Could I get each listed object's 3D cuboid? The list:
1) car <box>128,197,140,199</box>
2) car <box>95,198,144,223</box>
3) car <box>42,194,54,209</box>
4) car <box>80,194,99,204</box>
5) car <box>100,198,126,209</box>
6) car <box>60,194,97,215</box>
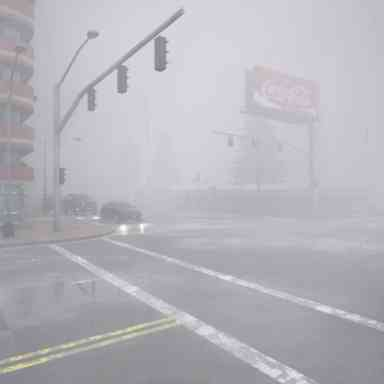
[{"bbox_3d":[-8.827,1.477,48.671,1.882,1.535,5.008,0,0,-36],"label":"car"},{"bbox_3d":[-5.590,1.505,25.871,1.837,1.490,4.892,0,0,-36],"label":"car"},{"bbox_3d":[-17.750,1.221,42.776,2.150,2.045,5.566,0,0,-35],"label":"car"},{"bbox_3d":[-19.802,1.353,63.910,2.097,1.767,4.553,0,0,-36],"label":"car"},{"bbox_3d":[-10.854,1.564,45.498,1.994,1.385,4.181,0,0,-36],"label":"car"},{"bbox_3d":[-11.590,1.221,34.206,2.150,2.045,5.566,0,0,-36],"label":"car"}]
